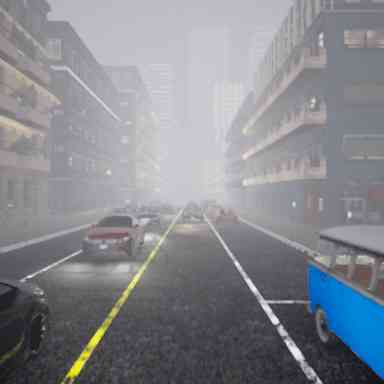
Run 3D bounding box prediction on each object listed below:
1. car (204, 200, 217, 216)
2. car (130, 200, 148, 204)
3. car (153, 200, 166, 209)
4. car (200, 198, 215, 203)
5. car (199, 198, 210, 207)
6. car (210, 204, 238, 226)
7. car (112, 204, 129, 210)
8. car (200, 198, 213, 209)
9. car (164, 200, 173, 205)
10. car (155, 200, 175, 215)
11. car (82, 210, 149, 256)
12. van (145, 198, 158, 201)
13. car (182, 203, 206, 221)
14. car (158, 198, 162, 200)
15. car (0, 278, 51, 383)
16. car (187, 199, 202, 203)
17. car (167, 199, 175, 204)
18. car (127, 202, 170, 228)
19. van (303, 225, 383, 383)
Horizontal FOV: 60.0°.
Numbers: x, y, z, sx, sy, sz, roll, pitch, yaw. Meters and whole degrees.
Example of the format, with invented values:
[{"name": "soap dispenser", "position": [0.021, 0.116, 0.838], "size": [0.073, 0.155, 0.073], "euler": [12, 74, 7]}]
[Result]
[{"name": "car", "position": [2.620, 1.964, 37.679], "size": [1.752, 1.417, 4.829], "euler": [-1, -1, 0]}, {"name": "car", "position": [-5.718, 1.814, 31.923], "size": [1.967, 1.590, 4.097], "euler": [-1, -1, 0]}, {"name": "car", "position": [-5.803, 2.252, 59.931], "size": [2.008, 1.369, 4.403], "euler": [-1, -1, 0]}, {"name": "car", "position": [2.599, 1.882, 48.715], "size": [2.192, 1.841, 5.009], "euler": [-1, -1, 0]}, {"name": "car", "position": [2.562, 2.144, 71.122], "size": [2.192, 1.841, 5.009], "euler": [-1, -1, 0]}, {"name": "car", "position": [2.640, 1.888, 26.305], "size": [1.802, 1.307, 4.206], "euler": [-1, -1, 0]}, {"name": "car", "position": [-5.707, 1.891, 26.320], "size": [1.802, 1.307, 4.206], "euler": [-1, -1, 0]}, {"name": "car", "position": [2.581, 2.013, 59.919], "size": [2.192, 1.841, 5.009], "euler": [-1, -1, 0]}, {"name": "car", "position": [-5.833, 2.545, 82.337], "size": [1.802, 1.307, 4.206], "euler": [-1, -1, 0]}, {"name": "car", "position": [-3.080, 2.039, 40.638], "size": [1.994, 1.385, 4.181], "euler": [0, -1, 0]}, {"name": "car", "position": [-3.108, 1.691, 13.984], "size": [1.812, 1.442, 4.674], "euler": [0, -1, 0]}, {"name": "van", "position": [-5.738, 1.846, 43.128], "size": [1.690, 1.788, 3.998], "euler": [-1, -1, 0]}, {"name": "car", "position": [0.053, 1.960, 30.798], "size": [1.895, 1.301, 4.718], "euler": [0, -1, 0]}, {"name": "car", "position": [-5.780, 1.950, 54.331], "size": [2.192, 1.841, 5.009], "euler": [-1, -1, 0]}, {"name": "car", "position": [-3.097, 1.604, 3.254], "size": [1.994, 1.385, 4.181], "euler": [0, -1, 0]}, {"name": "car", "position": [0.026, 2.032, 45.152], "size": [1.837, 1.490, 4.892], "euler": [0, 0, 0]}, {"name": "car", "position": [-5.851, 2.646, 93.541], "size": [2.008, 1.369, 4.403], "euler": [-1, -1, 0]}, {"name": "car", "position": [-3.086, 1.779, 24.500], "size": [2.128, 1.511, 4.902], "euler": [0, -1, 0]}, {"name": "van", "position": [2.674, 1.387, 3.901], "size": [1.690, 1.788, 3.998], "euler": [-1, -1, 0]}]
